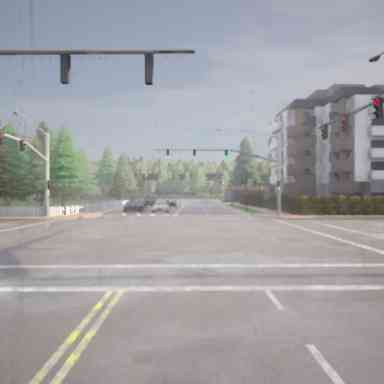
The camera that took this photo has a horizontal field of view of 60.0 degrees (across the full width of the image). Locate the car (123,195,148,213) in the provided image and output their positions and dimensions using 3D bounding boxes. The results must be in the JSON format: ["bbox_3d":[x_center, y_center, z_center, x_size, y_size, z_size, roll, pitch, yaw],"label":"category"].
[{"bbox_3d":[-7.088,1.596,41.231,2.097,1.767,4.553,0,0,0],"label":"car"}]

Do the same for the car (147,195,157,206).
[{"bbox_3d":[-7.051,1.552,55.878,2.150,2.045,5.566,0,0,1],"label":"car"}]

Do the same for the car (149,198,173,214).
[{"bbox_3d":[-3.591,1.756,38.908,1.812,1.442,4.674,0,0,0],"label":"car"}]

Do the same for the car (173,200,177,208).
[{"bbox_3d":[-3.554,1.930,55.921,1.895,1.301,4.718,0,0,1],"label":"car"}]
